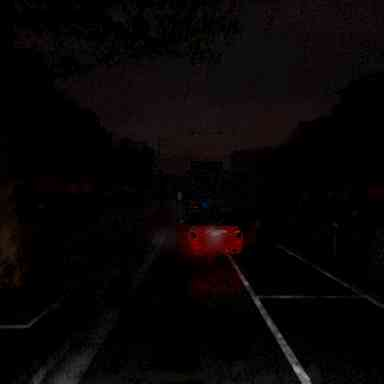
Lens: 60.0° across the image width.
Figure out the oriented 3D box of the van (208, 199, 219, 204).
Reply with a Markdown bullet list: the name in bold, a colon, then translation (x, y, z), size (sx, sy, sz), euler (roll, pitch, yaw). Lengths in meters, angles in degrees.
- **van**: translation (2.735, 1.755, 32.514), size (1.690, 1.788, 3.998), euler (1, -1, 0)

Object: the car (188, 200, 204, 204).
- **car**: translation (0.211, 2.038, 41.947), size (1.837, 1.490, 4.892), euler (0, -1, 0)

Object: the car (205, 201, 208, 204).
- **car**: translation (2.747, 2.051, 38.051), size (1.947, 1.339, 4.313), euler (1, -1, 0)

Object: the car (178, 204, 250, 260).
- **car**: translation (0.591, 1.525, 13.456), size (2.097, 1.767, 4.553), euler (0, -1, -7)

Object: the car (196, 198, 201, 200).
- **car**: translation (0.255, 2.266, 57.439), size (1.812, 1.442, 4.674), euler (0, -1, 0)

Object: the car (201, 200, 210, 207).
- **car**: translation (2.836, 2.478, 71.292), size (1.887, 1.381, 4.507), euler (1, -1, 0)

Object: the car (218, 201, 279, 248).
- **car**: translation (2.690, 1.519, 15.893), size (2.192, 1.841, 5.009), euler (1, -1, 0)

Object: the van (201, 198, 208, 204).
- **van**: translation (2.794, 2.044, 54.674), size (1.690, 1.788, 3.998), euler (1, -1, 0)

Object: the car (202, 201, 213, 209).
- **car**: translation (2.807, 2.306, 60.382), size (1.752, 1.417, 4.829), euler (1, -1, 0)
